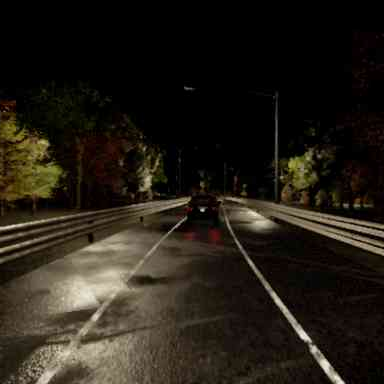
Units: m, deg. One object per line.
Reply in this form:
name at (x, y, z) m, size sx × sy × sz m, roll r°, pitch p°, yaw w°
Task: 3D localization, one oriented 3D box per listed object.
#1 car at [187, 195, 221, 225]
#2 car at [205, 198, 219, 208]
car at (0.897, 1.268, 24.448) m, size 2.150 × 2.045 × 5.566 m, roll 0°, pitch 0°, yaw 4°
car at (3.141, 1.657, 52.045) m, size 2.033 × 1.411 × 5.357 m, roll 0°, pitch 0°, yaw 3°
